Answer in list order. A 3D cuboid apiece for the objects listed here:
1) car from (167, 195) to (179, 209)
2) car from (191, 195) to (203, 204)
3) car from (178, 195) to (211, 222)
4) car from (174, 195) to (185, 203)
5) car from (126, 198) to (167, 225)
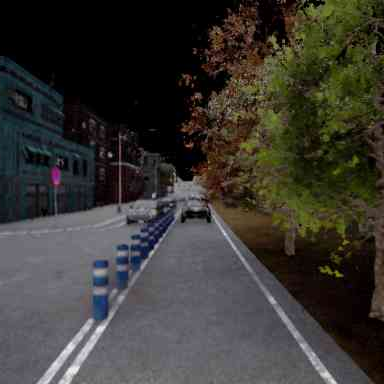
[{"bbox_3d":[-2.876,1.361,39.436,1.994,1.385,4.181,0,0,1],"label":"car"},{"bbox_3d":[0.882,1.205,57.817,2.033,1.411,5.357,0,0,1],"label":"car"},{"bbox_3d":[0.304,1.247,25.268,2.097,1.767,4.553,0,0,1],"label":"car"},{"bbox_3d":[-2.287,1.224,61.711,1.895,1.301,4.718,0,0,1],"label":"car"},{"bbox_3d":[-3.173,1.260,23.032,2.097,1.767,4.553,0,0,1],"label":"car"}]
